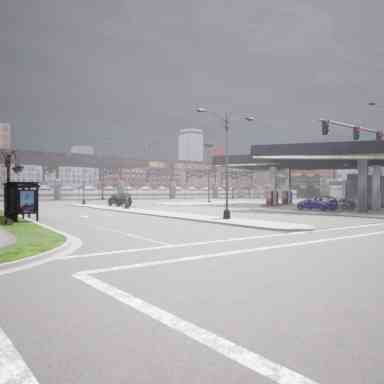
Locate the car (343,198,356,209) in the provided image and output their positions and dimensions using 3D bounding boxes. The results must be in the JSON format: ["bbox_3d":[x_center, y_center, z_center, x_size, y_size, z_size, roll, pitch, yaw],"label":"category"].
[{"bbox_3d":[18.626,1.456,42.267,1.970,1.475,3.806,0,0,-35],"label":"car"}]

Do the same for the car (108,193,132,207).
[{"bbox_3d":[-11.338,1.222,52.244,2.150,2.045,5.566,0,0,-35],"label":"car"}]

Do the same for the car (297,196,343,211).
[{"bbox_3d":[14.352,1.295,38.353,2.242,1.667,4.611,0,0,-35],"label":"car"}]
